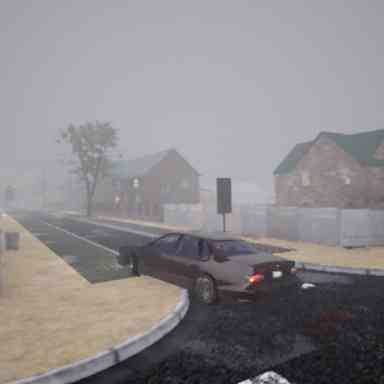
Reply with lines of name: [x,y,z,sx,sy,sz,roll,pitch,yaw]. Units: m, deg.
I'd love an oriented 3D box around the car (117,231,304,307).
car: [0.092,1.715,8.588,2.033,1.411,5.357,4,-3,-41]
